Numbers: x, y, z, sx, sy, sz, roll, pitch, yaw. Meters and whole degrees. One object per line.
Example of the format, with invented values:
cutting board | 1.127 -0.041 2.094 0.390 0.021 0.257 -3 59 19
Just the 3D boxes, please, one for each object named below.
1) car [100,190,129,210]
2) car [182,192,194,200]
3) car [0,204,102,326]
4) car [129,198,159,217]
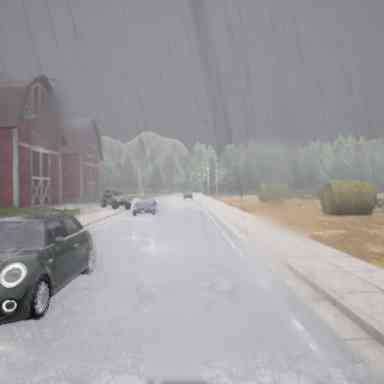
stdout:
car | -8.083 0.833 35.215 1.905 1.878 3.866 7 -3 -43
car | -0.786 0.757 65.364 1.837 1.490 4.892 0 1 -1
car | -3.670 1.310 7.195 2.097 1.767 4.553 -1 1 -1
car | -3.848 1.244 28.386 1.812 1.442 4.674 -1 0 0
